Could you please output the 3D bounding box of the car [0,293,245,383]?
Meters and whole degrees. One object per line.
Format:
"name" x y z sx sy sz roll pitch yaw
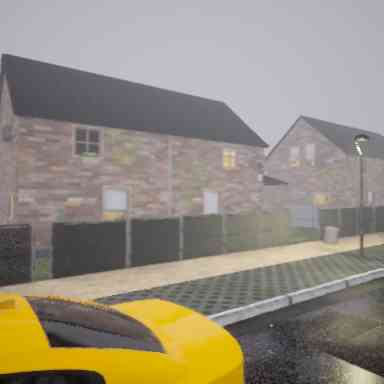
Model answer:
"car" -1.905 1.479 1.712 5.008 1.535 1.882 0 0 -35
